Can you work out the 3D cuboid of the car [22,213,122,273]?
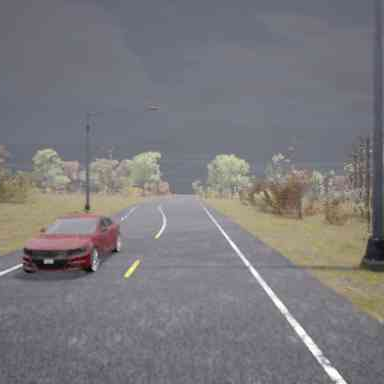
[{"bbox_3d":[-3.628,1.481,10.884,1.882,1.535,5.008,0,0,0],"label":"car"}]
